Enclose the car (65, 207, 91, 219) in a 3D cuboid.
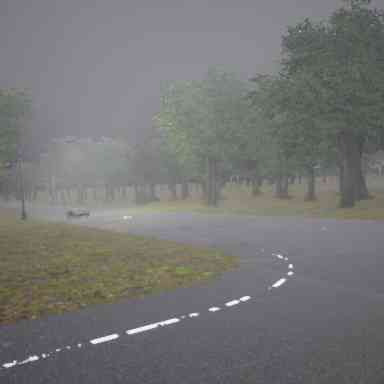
[{"bbox_3d":[-15.305,2.751,44.289,2.033,1.411,5.357,-4,1,-38],"label":"car"}]
